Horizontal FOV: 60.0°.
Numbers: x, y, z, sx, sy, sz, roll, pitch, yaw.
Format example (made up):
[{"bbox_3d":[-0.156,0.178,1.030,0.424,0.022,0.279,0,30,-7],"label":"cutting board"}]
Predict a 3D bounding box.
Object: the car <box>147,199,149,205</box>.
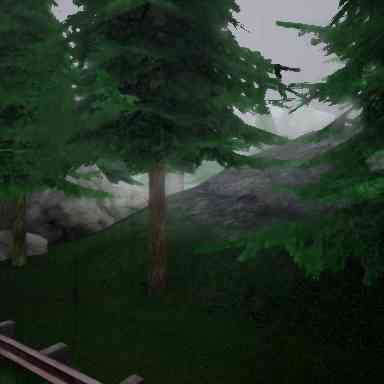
[{"bbox_3d":[-6.135,1.510,38.549,1.812,1.442,4.674,0,0,37],"label":"car"}]
